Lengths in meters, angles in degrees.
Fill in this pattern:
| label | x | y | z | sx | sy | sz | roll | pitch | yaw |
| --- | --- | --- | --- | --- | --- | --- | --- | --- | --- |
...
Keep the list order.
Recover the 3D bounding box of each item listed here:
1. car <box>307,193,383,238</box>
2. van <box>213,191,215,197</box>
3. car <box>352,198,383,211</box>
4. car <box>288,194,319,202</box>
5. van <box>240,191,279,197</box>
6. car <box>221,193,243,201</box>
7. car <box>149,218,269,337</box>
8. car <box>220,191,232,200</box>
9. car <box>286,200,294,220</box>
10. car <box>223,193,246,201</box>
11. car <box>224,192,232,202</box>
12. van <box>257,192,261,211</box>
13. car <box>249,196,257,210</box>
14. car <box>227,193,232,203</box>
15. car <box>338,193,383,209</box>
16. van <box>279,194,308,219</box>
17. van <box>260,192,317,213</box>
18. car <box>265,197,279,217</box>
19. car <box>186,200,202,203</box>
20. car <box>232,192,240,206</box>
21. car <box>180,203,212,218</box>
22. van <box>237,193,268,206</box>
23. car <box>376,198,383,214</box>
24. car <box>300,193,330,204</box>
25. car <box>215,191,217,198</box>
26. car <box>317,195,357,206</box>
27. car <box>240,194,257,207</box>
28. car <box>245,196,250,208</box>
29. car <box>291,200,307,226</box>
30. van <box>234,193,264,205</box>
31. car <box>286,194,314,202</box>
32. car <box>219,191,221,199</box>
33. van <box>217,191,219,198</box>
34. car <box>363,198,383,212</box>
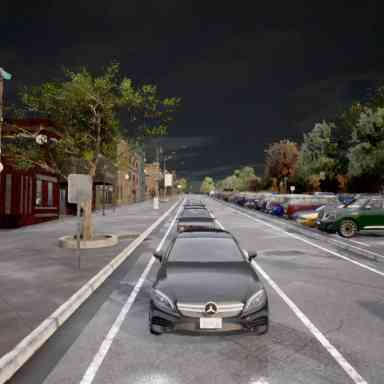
| label | x | y | z | sx | sy | sz | roll | pitch | yaw |
| --- | --- | --- | --- | --- | --- | --- | --- | --- | --- |
| car | 9.250 | 1.221 | 17.063 | 5.566 | 2.045 | 2.435 | 0 | 0 | 0 |
| van | 8.637 | 0.764 | 89.952 | 4.442 | 1.987 | 1.878 | 0 | 1 | 0 |
| car | 22.220 | 1.452 | 40.240 | 4.792 | 1.488 | 2.163 | 0 | 0 | 0 |
| car | 21.826 | 1.209 | 65.218 | 5.366 | 1.575 | 1.946 | 0 | 0 | 0 |
| van | 9.193 | 1.163 | 45.106 | 4.442 | 1.987 | 1.878 | 0 | 0 | 0 |
| car | 8.843 | 1.014 | 73.136 | 4.553 | 1.767 | 2.185 | 0 | 1 | 0 |
| car | 0.252 | 1.524 | 6.857 | 1.812 | 1.442 | 4.674 | 0 | 0 | 0 |
| car | 8.906 | 0.963 | 64.725 | 5.566 | 2.045 | 2.435 | 0 | 1 | 0 |
| car | 9.240 | 1.506 | 22.671 | 4.674 | 1.452 | 2.002 | 0 | 0 | 0 |
| car | 8.863 | 1.039 | 70.332 | 4.553 | 1.767 | 2.185 | 0 | 1 | 0 |
| car | 8.952 | 1.280 | 61.925 | 4.674 | 1.452 | 2.002 | 0 | 1 | 0 |
| van | 9.274 | 1.222 | 33.886 | 4.442 | 1.987 | 1.878 | 0 | 0 | 0 |
| car | 9.166 | 1.470 | 36.689 | 4.792 | 1.488 | 2.163 | 0 | 0 | 0 |
| car | 8.989 | 1.291 | 56.318 | 4.892 | 1.521 | 2.231 | 0 | 1 | 0 |
| car | 22.143 | 1.153 | 43.012 | 5.566 | 2.045 | 2.435 | 0 | 0 | 0 |
| van | 9.334 | 1.237 | 25.474 | 4.442 | 1.987 | 1.878 | 0 | 0 | 0 |
| van | 9.061 | 1.230 | 31.083 | 4.442 | 1.987 | 1.878 | 0 | 0 | 0 |
| car | 9.192 | 1.460 | 28.277 | 5.008 | 1.535 | 2.097 | 0 | 0 | 0 |
| car | 0.217 | 1.442 | 29.884 | 2.128 | 1.511 | 4.902 | 0 | 0 | 0 |
| car | 9.028 | 1.113 | 47.906 | 5.566 | 2.045 | 2.435 | 0 | 1 | 0 |
| car | 0.191 | 1.532 | 17.436 | 2.033 | 1.411 | 5.357 | 0 | 0 | 0 |
| van | 9.152 | 1.114 | 50.711 | 4.442 | 1.987 | 1.878 | 0 | 1 | 0 |
| car | 22.416 | 1.444 | 34.686 | 5.366 | 1.575 | 1.946 | 0 | 0 | 0 |
| car | 22.082 | 1.136 | 59.669 | 4.553 | 1.767 | 2.185 | 0 | 1 | 0 |
| car | 8.809 | 1.065 | 81.546 | 5.008 | 1.535 | 2.097 | 0 | 1 | 0 |
| car | 22.297 | 1.332 | 51.343 | 5.366 | 1.575 | 1.946 | 0 | 1 | 0 |
| car | 9.103 | 1.409 | 42.300 | 4.892 | 1.521 | 2.231 | 0 | 0 | 0 |
| car | 9.114 | 1.466 | 39.497 | 4.674 | 1.452 | 2.002 | 0 | 0 | 0 |
| car | 9.073 | 1.466 | 19.866 | 5.366 | 1.575 | 1.946 | 0 | 0 | 0 |
| van | 9.132 | 1.089 | 53.514 | 4.442 | 1.987 | 1.878 | 0 | 1 | 0 |
| car | 21.997 | 1.188 | 67.996 | 4.892 | 1.521 | 2.231 | 0 | 1 | 0 |
| car | 8.886 | 0.938 | 67.528 | 5.566 | 2.045 | 2.435 | 0 | 1 | 0 |
| van | 8.717 | 0.864 | 78.740 | 4.442 | 1.987 | 1.878 | 0 | 1 | 0 |
| car | 22.182 | 1.469 | 37.456 | 4.792 | 1.488 | 2.163 | 0 | 0 | 0 |
